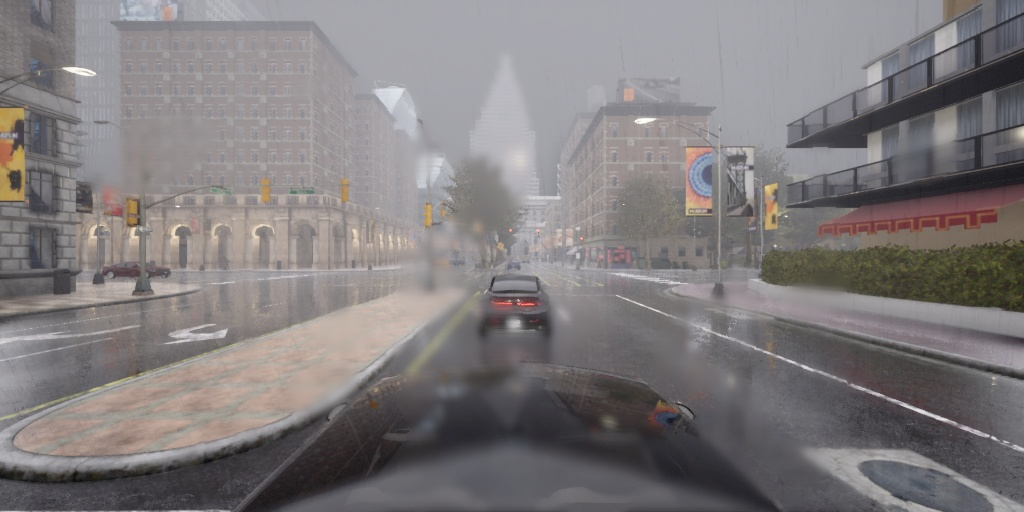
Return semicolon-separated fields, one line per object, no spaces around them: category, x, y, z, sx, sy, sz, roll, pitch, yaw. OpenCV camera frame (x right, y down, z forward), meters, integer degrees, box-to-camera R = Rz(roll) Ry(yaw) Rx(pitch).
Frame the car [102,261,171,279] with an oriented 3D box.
car;-33.650;1.228;32.251;5.008;1.535;1.882;0;0;0

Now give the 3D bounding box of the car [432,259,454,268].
car;-11.443;1.228;59.624;1.882;1.535;5.008;0;0;0

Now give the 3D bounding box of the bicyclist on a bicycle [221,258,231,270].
bicyclist on a bicycle;-37.198;1.050;46.709;0.582;1.620;1.656;0;0;0

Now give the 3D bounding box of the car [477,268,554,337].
car;0.096;1.255;10.292;1.837;1.490;4.892;0;0;0

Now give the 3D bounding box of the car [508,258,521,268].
car;0.260;1.275;54.970;1.812;1.442;4.674;0;0;0
